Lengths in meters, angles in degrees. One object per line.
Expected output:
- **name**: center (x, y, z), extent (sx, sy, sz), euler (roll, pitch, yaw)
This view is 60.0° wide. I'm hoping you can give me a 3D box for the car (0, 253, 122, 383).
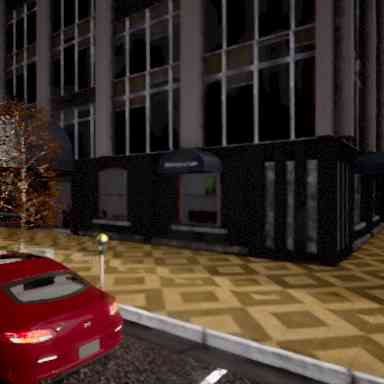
- **car**: center (-2.825, 1.580, 4.889), extent (4.206, 1.307, 1.802), euler (0, 0, 35)
